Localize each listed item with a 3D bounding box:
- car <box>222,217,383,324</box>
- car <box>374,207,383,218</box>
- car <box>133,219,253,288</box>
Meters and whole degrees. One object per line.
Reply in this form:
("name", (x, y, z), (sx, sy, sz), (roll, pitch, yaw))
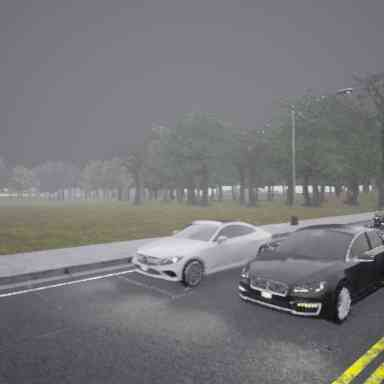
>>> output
("car", (3.031, 1.504, 7.320), (4.892, 1.490, 1.837), (0, 0, -43))
("car", (13.380, 1.503, 21.567), (4.892, 1.490, 1.837), (0, 0, -43))
("car", (0.561, 1.520, 9.457), (4.674, 1.442, 1.812), (0, 0, -43))
